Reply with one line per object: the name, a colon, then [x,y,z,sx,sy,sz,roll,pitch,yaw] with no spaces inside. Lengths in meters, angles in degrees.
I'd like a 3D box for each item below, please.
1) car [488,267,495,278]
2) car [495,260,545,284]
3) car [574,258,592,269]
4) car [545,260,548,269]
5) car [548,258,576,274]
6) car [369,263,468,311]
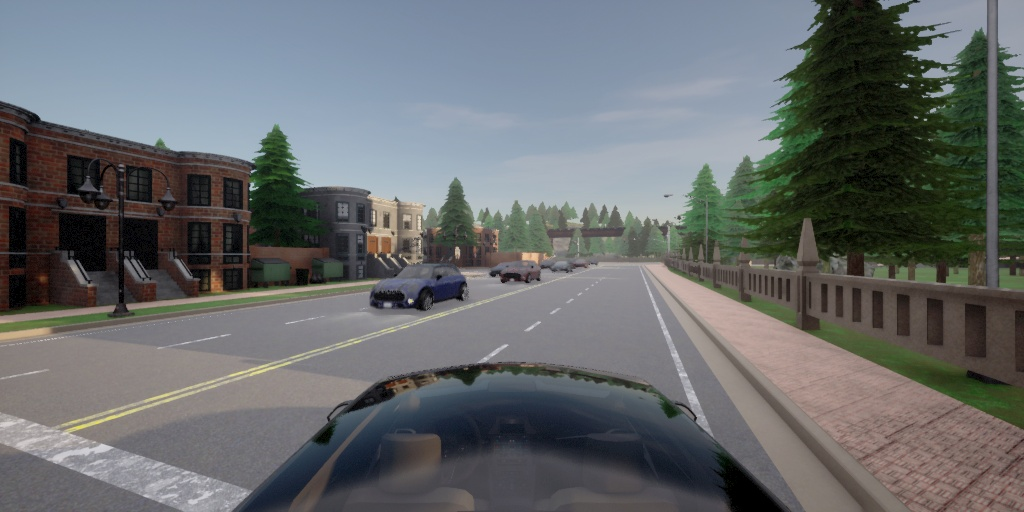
car: [-0.465,1.297,34.323,2.033,1.411,5.357,0,0,19]
car: [0.728,1.105,27.024,2.097,1.767,4.553,0,0,19]
car: [10.873,1.227,56.508,1.882,1.535,5.008,0,0,19]
car: [5.342,1.254,52.702,1.837,1.490,4.892,1,0,26]
car: [5.885,1.276,42.034,1.812,1.442,4.674,0,0,19]
car: [-3.566,1.101,14.489,2.097,1.767,4.553,0,0,19]
